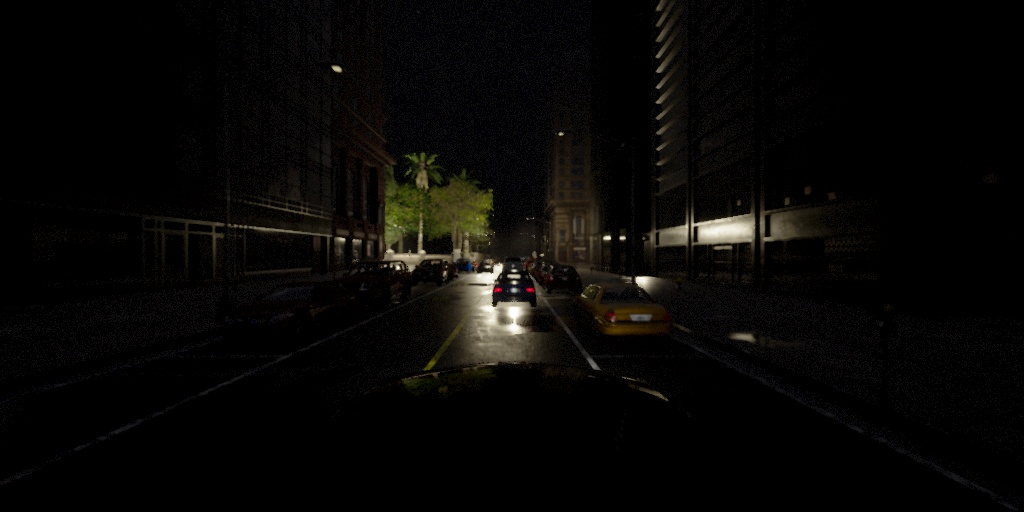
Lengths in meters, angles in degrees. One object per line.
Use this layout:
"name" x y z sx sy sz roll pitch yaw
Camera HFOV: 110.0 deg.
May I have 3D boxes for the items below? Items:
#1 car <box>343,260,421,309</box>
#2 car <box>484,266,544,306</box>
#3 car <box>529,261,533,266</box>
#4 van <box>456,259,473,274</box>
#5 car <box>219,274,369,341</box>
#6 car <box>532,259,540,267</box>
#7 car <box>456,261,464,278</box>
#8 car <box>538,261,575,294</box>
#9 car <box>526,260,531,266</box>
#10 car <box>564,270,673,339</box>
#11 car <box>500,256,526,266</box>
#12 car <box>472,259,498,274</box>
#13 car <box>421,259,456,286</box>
"car" -5.756 1.093 15.272 2.192 1.841 5.009 0 0 0
"car" 0.084 1.327 15.844 2.033 1.411 5.357 0 0 0
"car" 2.775 1.361 31.534 1.888 1.381 4.507 0 0 0
"van" -5.744 1.185 42.402 1.690 1.789 3.998 0 0 0
"car" -5.759 1.348 9.847 1.802 1.307 4.207 0 0 0
"car" 2.774 1.243 26.108 1.967 1.591 4.097 0 0 0
"car" -5.749 1.362 31.550 1.888 1.381 4.507 0 0 0
"car" 2.771 1.230 20.683 1.967 1.591 4.097 0 0 0
"car" 2.779 1.381 36.958 2.007 1.370 4.403 0 0 0
"car" 2.767 1.292 10.004 1.751 1.417 4.829 0 0 0
"car" 0.116 1.055 38.793 2.150 2.045 5.566 0 0 0
"car" -3.068 1.391 42.153 2.033 1.411 5.357 0 0 0
"car" -5.751 1.118 26.124 2.192 1.841 5.009 0 0 0
